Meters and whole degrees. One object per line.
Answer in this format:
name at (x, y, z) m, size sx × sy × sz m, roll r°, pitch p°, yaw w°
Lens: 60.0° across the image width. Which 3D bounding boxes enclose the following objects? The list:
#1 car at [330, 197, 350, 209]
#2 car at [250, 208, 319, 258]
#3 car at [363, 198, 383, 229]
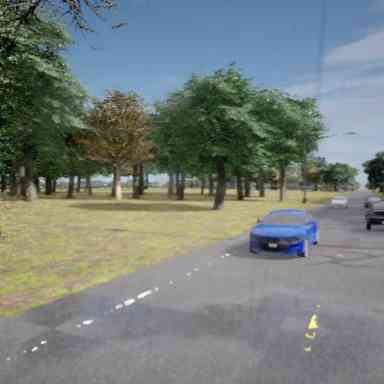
car at (18.103, 1.290, 40.713) m, size 1.812 × 1.442 × 4.674 m, roll 0°, pitch 0°, yaw 27°
car at (3.709, 1.424, 12.859) m, size 1.882 × 1.535 × 5.008 m, roll 0°, pitch 0°, yaw 27°
car at (11.565, 1.378, 20.109) m, size 1.837 × 1.490 × 4.892 m, roll 0°, pitch 1°, yaw 27°
